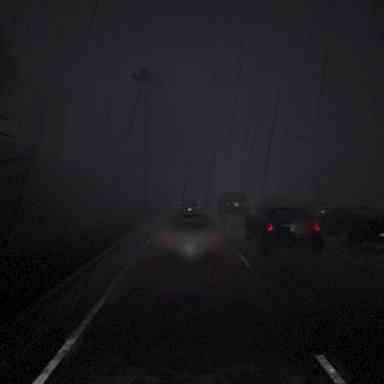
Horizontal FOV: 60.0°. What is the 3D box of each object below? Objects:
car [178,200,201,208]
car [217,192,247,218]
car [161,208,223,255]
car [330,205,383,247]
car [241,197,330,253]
[{"bbox_3d":[-0.181,1.343,28.575,1.994,1.385,4.181,0,1,0],"label":"car"},{"bbox_3d":[3.315,1.011,27.182,2.150,2.045,5.566,0,1,0],"label":"car"},{"bbox_3d":[-0.061,1.501,12.717,1.895,1.301,4.718,0,0,0],"label":"car"},{"bbox_3d":[6.938,1.364,14.534,1.882,1.535,5.008,0,1,0],"label":"car"},{"bbox_3d":[3.440,1.247,13.258,2.097,1.767,4.553,0,0,0],"label":"car"}]
